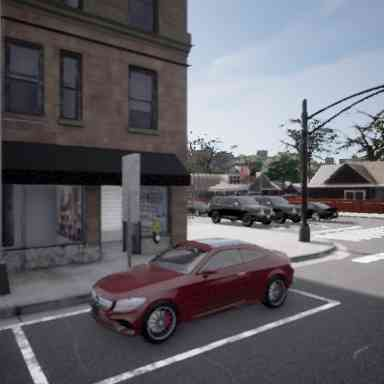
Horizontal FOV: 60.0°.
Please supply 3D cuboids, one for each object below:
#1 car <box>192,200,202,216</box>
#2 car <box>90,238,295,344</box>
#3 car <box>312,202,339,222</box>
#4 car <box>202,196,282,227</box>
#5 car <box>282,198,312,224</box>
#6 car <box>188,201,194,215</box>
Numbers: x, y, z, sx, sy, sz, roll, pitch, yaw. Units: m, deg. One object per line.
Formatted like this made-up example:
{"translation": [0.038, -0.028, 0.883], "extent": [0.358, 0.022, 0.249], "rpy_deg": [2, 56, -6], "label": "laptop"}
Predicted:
{"translation": [0.375, 1.658, 34.205], "extent": [1.837, 1.490, 4.892], "rpy_deg": [0, 0, -36], "label": "car"}
{"translation": [0.226, 1.580, 6.348], "extent": [4.206, 1.307, 1.802], "rpy_deg": [0, 0, -35], "label": "car"}
{"translation": [9.491, 1.560, 27.409], "extent": [1.882, 1.535, 5.008], "rpy_deg": [0, 0, -35], "label": "car"}
{"translation": [3.471, 1.316, 24.256], "extent": [2.150, 2.045, 5.566], "rpy_deg": [0, 0, -35], "label": "car"}
{"translation": [6.152, 1.313, 26.096], "extent": [2.150, 2.045, 5.566], "rpy_deg": [0, 0, -35], "label": "car"}
{"translation": [-2.204, 1.756, 32.226], "extent": [1.895, 1.301, 4.718], "rpy_deg": [0, 0, -36], "label": "car"}
